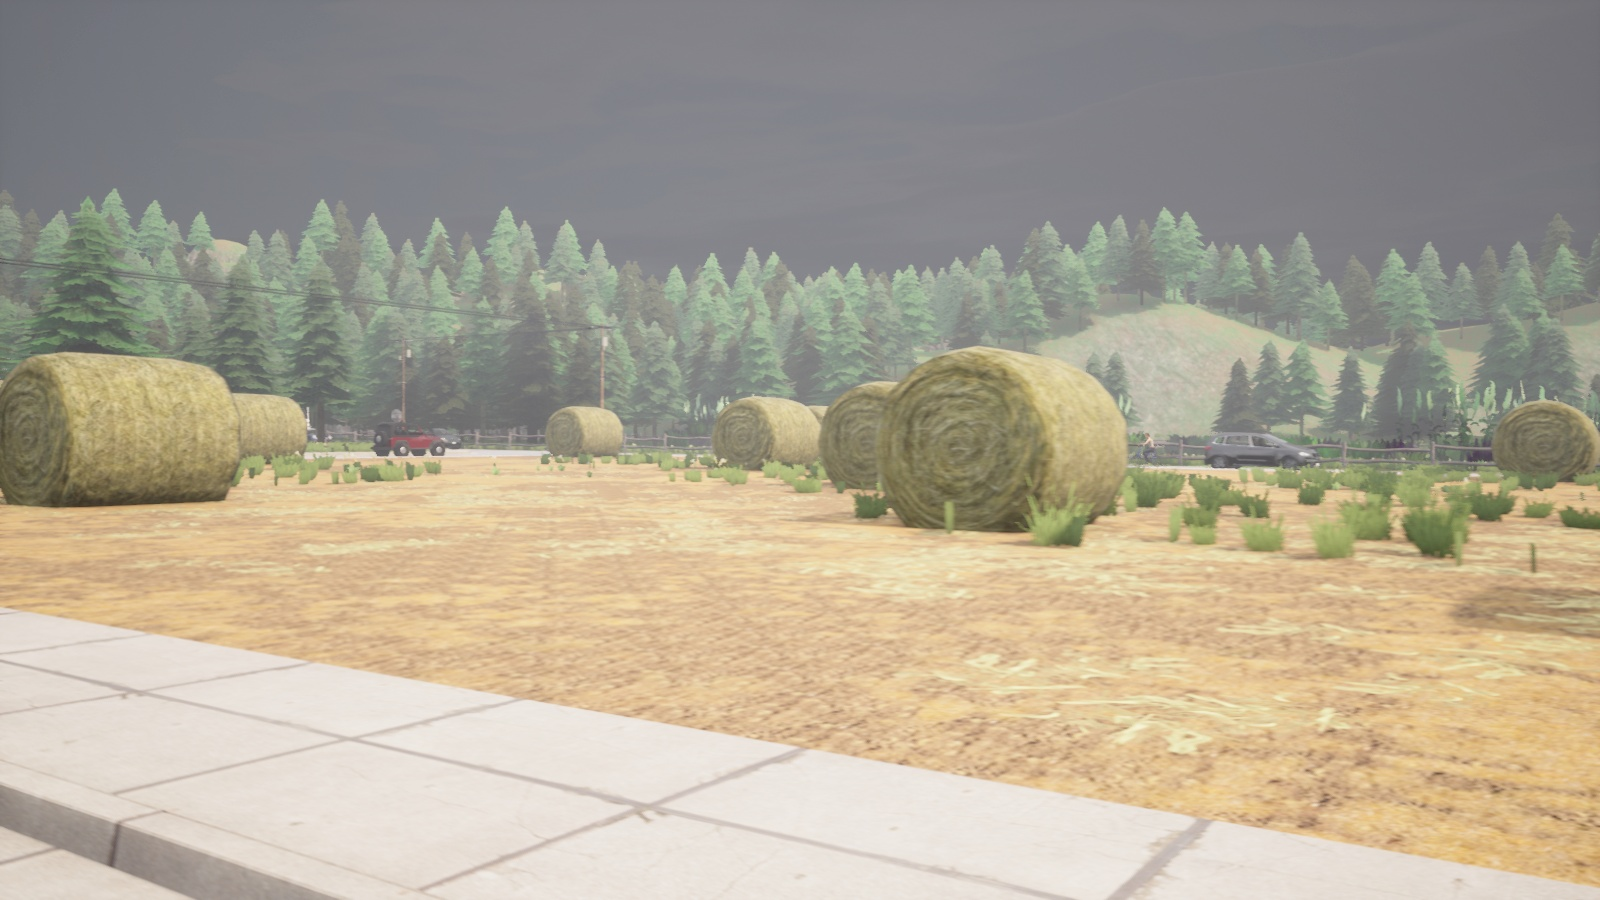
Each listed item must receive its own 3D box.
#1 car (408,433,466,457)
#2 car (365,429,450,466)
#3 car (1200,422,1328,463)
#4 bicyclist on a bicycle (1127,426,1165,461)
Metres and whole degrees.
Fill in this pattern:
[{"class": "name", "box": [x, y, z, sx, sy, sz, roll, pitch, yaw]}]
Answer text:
[{"class": "car", "box": [-25.280, -0.341, 87.342, 3.988, 1.617, 1.851, 0, 1, 37]}, {"class": "car", "box": [-20.497, -0.157, 65.727, 1.905, 1.878, 3.866, 0, 1, 35]}, {"class": "car", "box": [19.580, -0.333, 53.018, 4.611, 1.667, 2.242, 0, 1, 37]}, {"class": "bicyclist on a bicycle", "box": [16.466, -0.306, 59.816, 1.509, 1.612, 0.866, 0, 1, 37]}]
